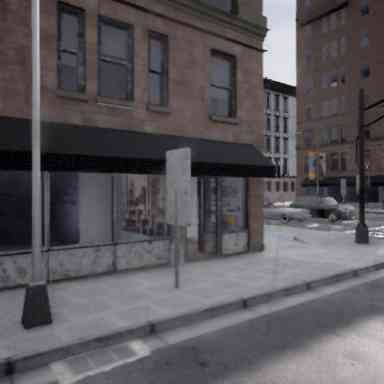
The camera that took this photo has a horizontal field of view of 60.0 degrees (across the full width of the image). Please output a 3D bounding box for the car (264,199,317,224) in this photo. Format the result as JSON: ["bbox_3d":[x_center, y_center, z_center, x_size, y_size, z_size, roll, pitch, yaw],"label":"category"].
[{"bbox_3d":[5.617,1.301,22.471,1.895,1.301,4.718,0,1,-35],"label":"car"}]

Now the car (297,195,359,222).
[{"bbox_3d":[9.102,1.060,23.222,2.097,1.767,4.553,0,1,-36],"label":"car"}]
